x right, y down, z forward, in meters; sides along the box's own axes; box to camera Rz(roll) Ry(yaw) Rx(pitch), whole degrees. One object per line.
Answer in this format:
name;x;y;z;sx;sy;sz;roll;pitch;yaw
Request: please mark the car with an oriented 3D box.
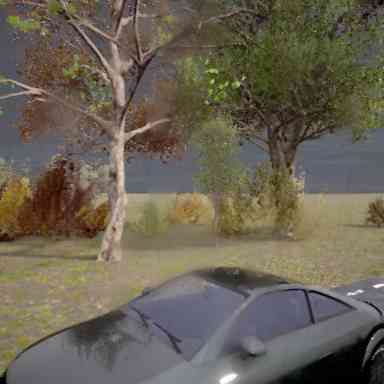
car;0.312;1.579;3.501;4.181;1.385;1.994;0;0;-34
